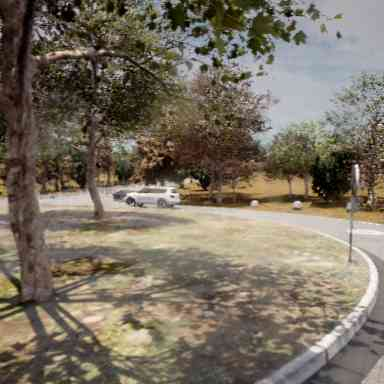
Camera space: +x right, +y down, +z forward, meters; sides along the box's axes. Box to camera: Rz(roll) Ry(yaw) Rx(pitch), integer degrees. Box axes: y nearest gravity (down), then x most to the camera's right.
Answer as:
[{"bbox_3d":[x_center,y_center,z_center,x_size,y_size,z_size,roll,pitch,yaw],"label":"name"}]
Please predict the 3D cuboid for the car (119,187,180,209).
[{"bbox_3d":[-3.914,0.513,32.629,5.566,2.045,2.150,2,0,18],"label":"car"}]

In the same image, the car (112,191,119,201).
[{"bbox_3d":[-8.624,0.487,42.562,1.837,1.490,4.892,0,1,-36],"label":"car"}]

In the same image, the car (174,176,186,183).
[{"bbox_3d":[-3.321,-3.317,92.143,1.994,1.385,4.181,2,6,21],"label":"car"}]
